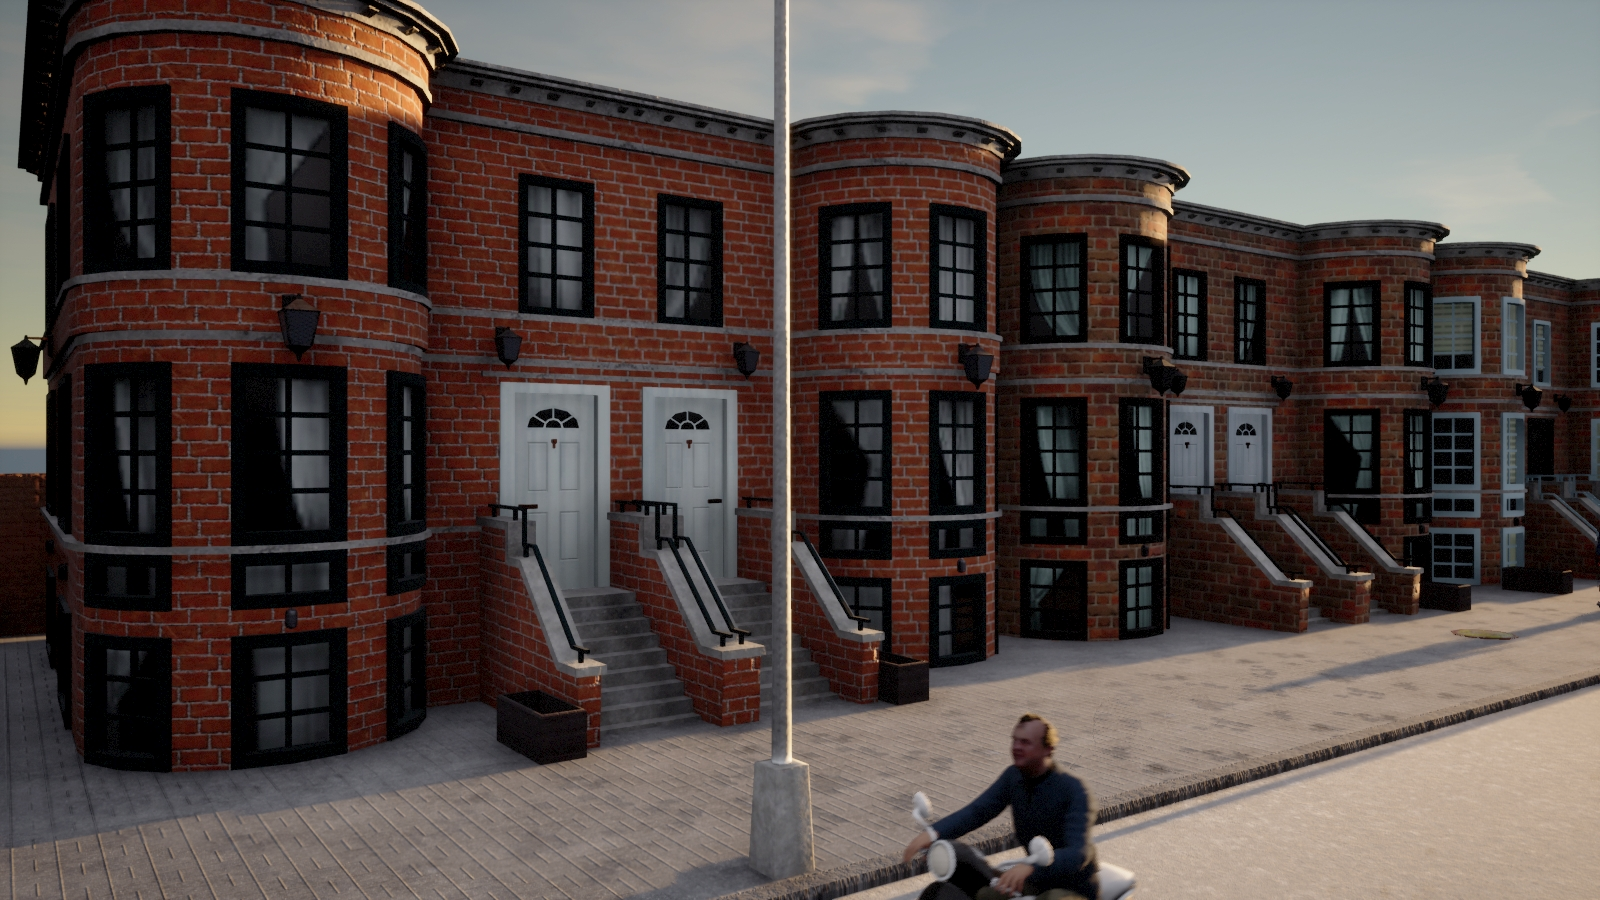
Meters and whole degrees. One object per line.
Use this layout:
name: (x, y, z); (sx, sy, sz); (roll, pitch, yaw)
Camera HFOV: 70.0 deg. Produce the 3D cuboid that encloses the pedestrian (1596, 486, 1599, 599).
pedestrian: (13.394, 1.525, 18.796); (0.375, 1.860, 0.375); (0, 0, -36)
